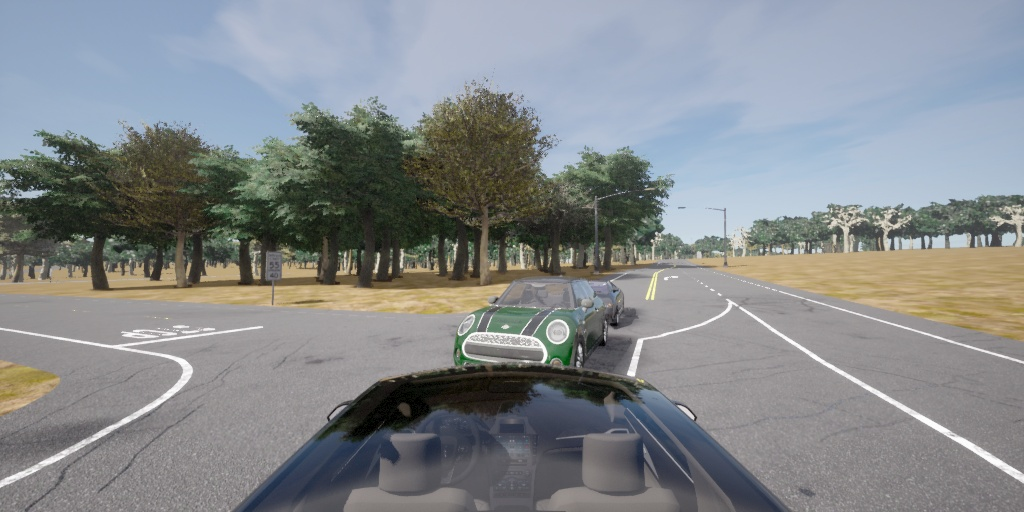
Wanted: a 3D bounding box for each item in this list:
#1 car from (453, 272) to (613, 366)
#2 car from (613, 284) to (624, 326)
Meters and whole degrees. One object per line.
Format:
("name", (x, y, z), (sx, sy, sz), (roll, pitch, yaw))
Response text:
("car", (0.675, 1.223, 7.478), (2.097, 1.767, 4.553), (-1, -2, 22))
("car", (2.897, 1.555, 12.912), (1.994, 1.385, 4.181), (-2, 0, 22))
